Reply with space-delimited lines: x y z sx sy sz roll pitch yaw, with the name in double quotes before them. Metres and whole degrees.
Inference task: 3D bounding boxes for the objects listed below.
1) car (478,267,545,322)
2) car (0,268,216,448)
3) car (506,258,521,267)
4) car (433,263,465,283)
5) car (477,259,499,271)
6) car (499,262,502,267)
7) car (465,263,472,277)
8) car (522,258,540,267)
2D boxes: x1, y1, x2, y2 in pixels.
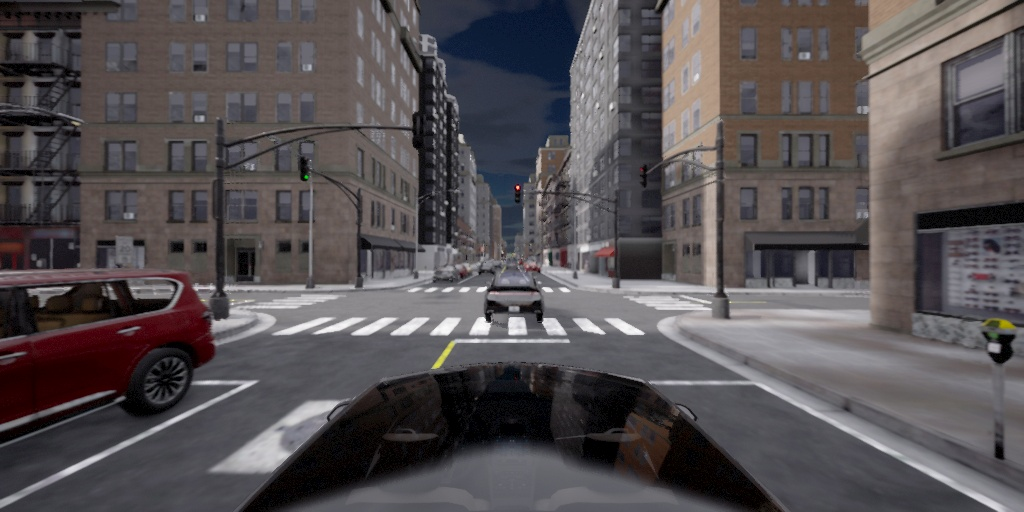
"car" 0.068 1.298 12.542 2.128 1.511 4.902 0 0 0
"car" -5.388 1.072 3.273 2.192 1.841 5.009 0 0 0
"car" 0.022 1.492 59.045 2.128 1.511 4.902 0 0 0
"car" -5.398 1.428 29.736 2.007 1.370 4.403 0 0 0
"car" -2.859 1.432 41.244 1.837 1.490 4.892 0 0 0
"car" -2.783 1.530 63.708 1.837 1.490 4.892 0 -1 0
"car" -5.400 1.447 35.190 1.888 1.381 4.507 0 0 0
"car" 2.620 1.387 46.094 1.967 1.591 4.097 0 0 0
